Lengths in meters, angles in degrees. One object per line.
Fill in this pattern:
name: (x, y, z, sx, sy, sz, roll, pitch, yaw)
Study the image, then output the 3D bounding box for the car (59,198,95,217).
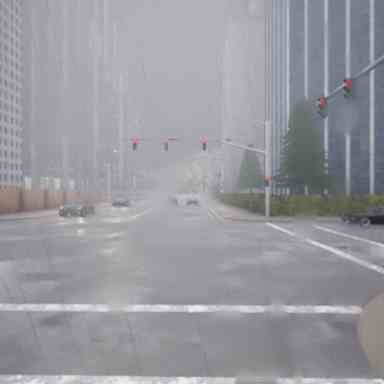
car: (-10.568, 1.357, 30.850, 2.097, 1.767, 4.553, 0, 0, 0)

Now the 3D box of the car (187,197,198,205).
car: (0.058, 1.610, 58.455, 1.895, 1.301, 4.718, 0, 0, 0)

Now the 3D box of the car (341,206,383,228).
car: (12.151, 1.549, 21.246, 4.718, 1.301, 1.895, 0, 0, 0)

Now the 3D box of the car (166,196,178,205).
car: (-3.442, 1.514, 58.428, 1.837, 1.490, 4.892, 0, 0, 0)

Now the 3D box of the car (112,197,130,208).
car: (-10.524, 1.486, 49.518, 1.882, 1.535, 5.008, 0, 0, 0)
